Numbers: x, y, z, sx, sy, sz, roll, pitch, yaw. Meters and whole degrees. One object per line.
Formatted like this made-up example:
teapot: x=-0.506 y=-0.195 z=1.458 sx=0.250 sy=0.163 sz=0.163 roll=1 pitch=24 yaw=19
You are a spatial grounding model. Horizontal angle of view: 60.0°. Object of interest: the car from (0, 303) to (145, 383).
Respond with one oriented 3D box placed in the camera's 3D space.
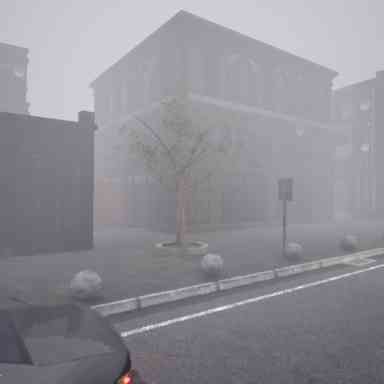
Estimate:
car: x=-2.929 y=1.547 z=1.900 sx=5.357 sy=1.411 sz=2.033 roll=0 pitch=0 yaw=-35
